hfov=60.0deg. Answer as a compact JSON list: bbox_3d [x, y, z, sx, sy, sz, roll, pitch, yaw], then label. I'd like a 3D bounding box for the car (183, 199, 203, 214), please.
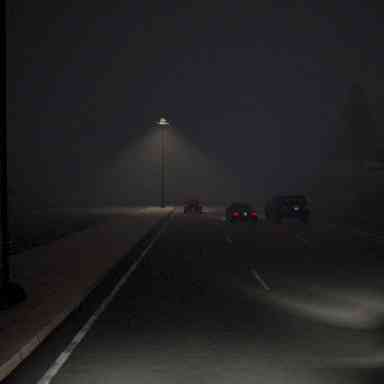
[{"bbox_3d":[0.094,1.526,35.711,1.812,1.442,4.674,0,0,0],"label":"car"}]

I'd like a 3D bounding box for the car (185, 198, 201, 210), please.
[{"bbox_3d":[0.098,1.564,44.472,1.994,1.385,4.181,0,0,0],"label":"car"}]

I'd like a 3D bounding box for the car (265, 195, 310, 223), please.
[{"bbox_3d":[7.100,1.221,25.297,2.150,2.045,5.566,0,0,0],"label":"car"}]

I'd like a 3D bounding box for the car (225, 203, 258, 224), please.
[{"bbox_3d":[3.600,1.547,24.948,2.033,1.411,5.357,0,0,0],"label":"car"}]
